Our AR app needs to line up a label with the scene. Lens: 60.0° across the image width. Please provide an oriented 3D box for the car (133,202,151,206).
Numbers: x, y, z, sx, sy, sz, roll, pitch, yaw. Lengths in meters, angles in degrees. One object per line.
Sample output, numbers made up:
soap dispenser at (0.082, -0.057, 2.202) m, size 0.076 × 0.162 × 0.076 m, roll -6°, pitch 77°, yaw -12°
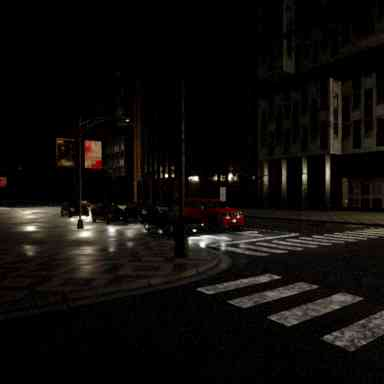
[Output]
car at (-4.582, 1.716, 30.686) m, size 2.097 × 1.767 × 4.553 m, roll 0°, pitch -1°, yaw -36°

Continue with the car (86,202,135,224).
car at (-7.101, 1.855, 28.616) m, size 1.882 × 1.535 × 5.008 m, roll 0°, pitch -1°, yaw -36°

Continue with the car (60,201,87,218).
car at (-13.012, 1.866, 36.887) m, size 2.097 × 1.767 × 4.553 m, roll 0°, pitch -1°, yaw -35°

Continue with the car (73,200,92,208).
car at (-21.964, 2.405, 66.459) m, size 2.033 × 1.411 × 5.357 m, roll 0°, pitch -1°, yaw -36°

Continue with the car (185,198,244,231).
car at (1.074, 1.455, 22.822) m, size 2.150 × 2.045 × 5.566 m, roll 0°, pitch -1°, yaw -34°

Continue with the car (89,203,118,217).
car at (-10.365, 2.024, 38.771) m, size 1.812 × 1.442 × 4.674 m, roll 0°, pitch -1°, yaw -35°

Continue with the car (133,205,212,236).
car at (-1.411, 1.793, 20.665) m, size 2.033 × 1.411 × 5.357 m, roll 0°, pitch -1°, yaw -36°
